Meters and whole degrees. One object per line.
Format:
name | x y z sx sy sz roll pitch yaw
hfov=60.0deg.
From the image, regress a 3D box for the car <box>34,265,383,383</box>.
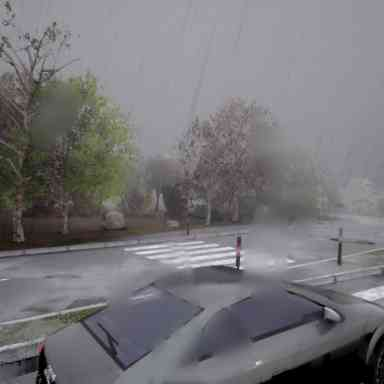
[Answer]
car | 0.551 1.569 3.696 4.181 1.385 1.994 0 0 -35
